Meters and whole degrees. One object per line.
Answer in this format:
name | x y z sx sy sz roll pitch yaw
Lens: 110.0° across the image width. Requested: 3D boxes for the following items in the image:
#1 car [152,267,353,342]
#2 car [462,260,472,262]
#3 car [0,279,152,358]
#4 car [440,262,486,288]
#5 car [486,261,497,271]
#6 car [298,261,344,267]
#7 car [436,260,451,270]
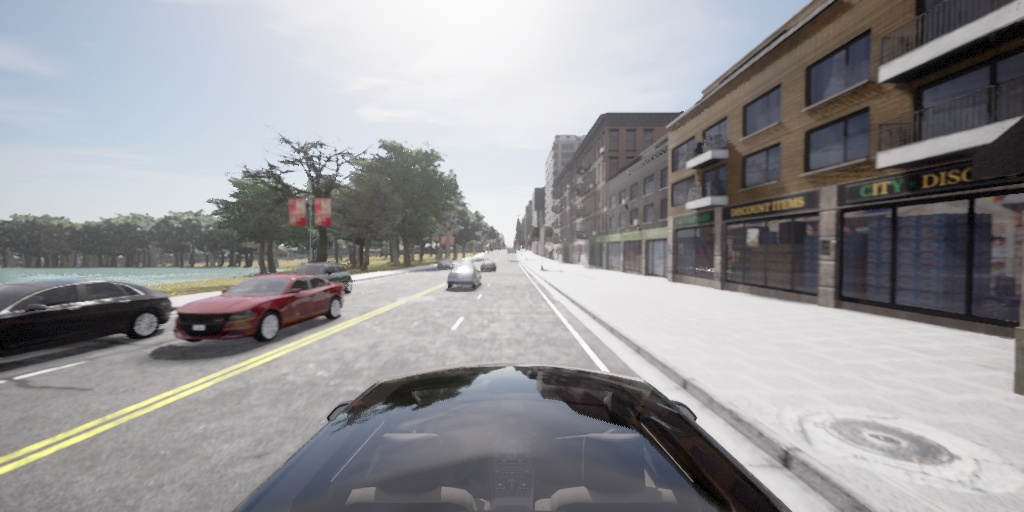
car | -6.585 1.244 10.061 1.882 1.535 5.008 0 0 0
car | -6.546 1.290 52.918 2.033 1.411 5.357 0 0 1
car | -9.842 1.267 7.386 1.837 1.490 4.892 0 0 0
car | -3.142 1.331 24.219 2.033 1.411 5.357 0 0 0
car | -3.135 1.316 49.251 1.994 1.385 4.181 0 0 0
car | -9.803 1.131 17.823 2.097 1.767 4.553 0 0 0
car | -9.799 1.268 52.919 1.812 1.442 4.674 0 0 0
